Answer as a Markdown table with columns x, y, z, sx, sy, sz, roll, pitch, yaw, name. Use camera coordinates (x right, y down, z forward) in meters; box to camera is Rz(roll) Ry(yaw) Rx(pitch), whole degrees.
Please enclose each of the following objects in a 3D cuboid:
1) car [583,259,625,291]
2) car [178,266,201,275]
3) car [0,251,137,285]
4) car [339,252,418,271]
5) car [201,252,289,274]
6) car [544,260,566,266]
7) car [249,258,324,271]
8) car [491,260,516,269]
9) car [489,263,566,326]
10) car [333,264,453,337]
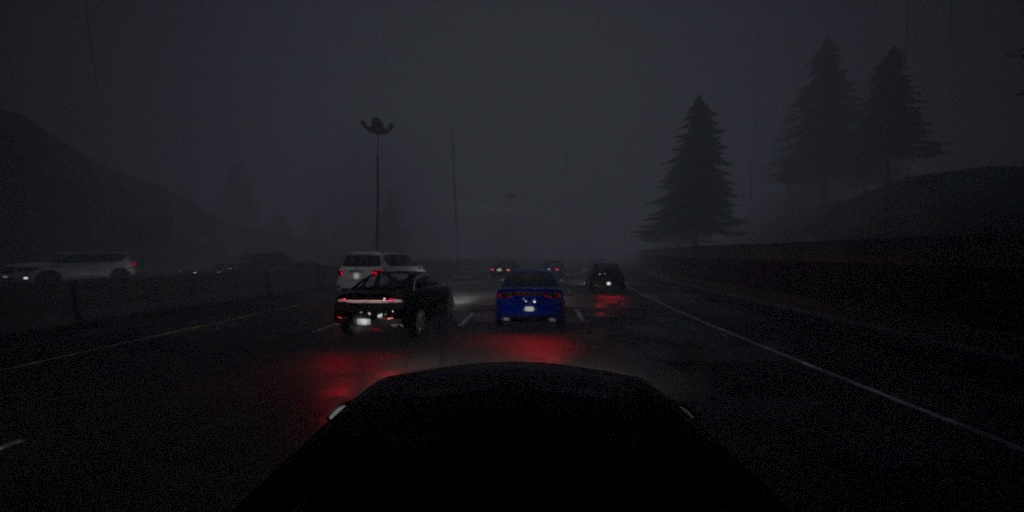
| x | y | z | sx | sy | sz | roll | pitch | yaw | name |
| --- | --- | --- | --- | --- | --- | --- | --- | --- | --- |
| 5.191 | 1.105 | 20.322 | 1.837 | 1.490 | 4.892 | 0 | 0 | 8 | car |
| -22.186 | 1.021 | 27.517 | 2.033 | 1.411 | 5.357 | 0 | 0 | 10 | car |
| -26.591 | 0.735 | 21.814 | 2.150 | 2.045 | 5.566 | 0 | 0 | 8 | car |
| -5.877 | 0.825 | 16.917 | 2.150 | 2.045 | 5.566 | 0 | 0 | 7 | car |
| -18.848 | 0.717 | 26.253 | 2.150 | 2.045 | 5.566 | 0 | 0 | 10 | car |
| 3.392 | 1.061 | 29.880 | 2.033 | 1.411 | 5.357 | 0 | 1 | 13 | car |
| -15.401 | 1.053 | 25.659 | 2.033 | 1.411 | 5.357 | 0 | 0 | 10 | car |
| -0.359 | 1.059 | 29.083 | 2.033 | 1.411 | 5.357 | 0 | 1 | 12 | car |
| 0.622 | 1.145 | 11.408 | 1.882 | 1.535 | 5.008 | 0 | 0 | 4 | car |
| -2.988 | 1.162 | 10.030 | 2.128 | 1.511 | 4.902 | 0 | 0 | 4 | car |
